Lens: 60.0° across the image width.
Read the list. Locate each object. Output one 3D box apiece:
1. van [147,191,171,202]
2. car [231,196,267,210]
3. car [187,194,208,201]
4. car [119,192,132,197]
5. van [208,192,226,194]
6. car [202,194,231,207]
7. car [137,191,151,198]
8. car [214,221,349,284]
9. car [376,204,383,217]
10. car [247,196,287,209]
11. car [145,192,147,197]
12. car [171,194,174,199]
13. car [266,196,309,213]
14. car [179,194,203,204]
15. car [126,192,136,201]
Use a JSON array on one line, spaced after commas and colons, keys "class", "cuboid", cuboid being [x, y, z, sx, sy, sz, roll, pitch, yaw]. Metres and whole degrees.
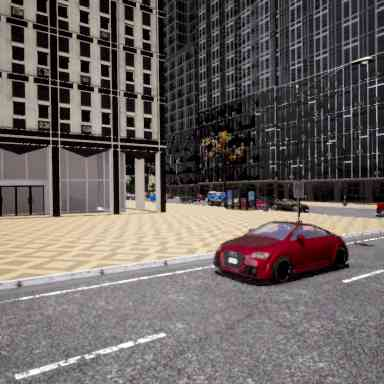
[{"class": "van", "cuboid": [-5.846, 0.937, 58.369, 1.690, 1.788, 3.998, 0, 1, -35]}, {"class": "car", "cuboid": [6.971, 1.388, 39.597, 1.802, 1.307, 4.206, 0, 1, -35]}, {"class": "car", "cuboid": [1.052, 1.043, 63.129, 1.802, 1.307, 4.206, 0, 1, -35]}, {"class": "car", "cuboid": [-18.313, 0.689, 91.198, 2.008, 1.369, 4.403, 0, 1, -35]}, {"class": "van", "cuboid": [4.279, 0.855, 58.448, 1.690, 1.788, 3.998, 0, 1, -35]}, {"class": "car", "cuboid": [3.792, 1.320, 44.308, 1.947, 1.339, 4.313, 0, 1, -35]}, {"class": "car", "cuboid": [-11.859, 0.686, 81.840, 1.967, 1.590, 4.097, 0, 1, -35]}, {"class": "car", "cuboid": [2.657, 1.561, 9.616, 4.181, 1.385, 1.994, 0, 0, -36]}, {"class": "car", "cuboid": [17.850, 1.398, 27.398, 1.882, 1.535, 5.008, -1, 1, -25]}, {"class": "car", "cuboid": [9.162, 1.269, 41.164, 1.837, 1.490, 4.892, -1, 1, -34]}, {"class": "car", "cuboid": [-8.631, 0.615, 77.161, 2.192, 1.841, 5.009, 0, 1, -35]}, {"class": "car", "cuboid": [-5.403, 0.936, 72.486, 1.802, 1.307, 4.206, 0, 1, -35]}, {"class": "car", "cuboid": [10.185, 1.424, 34.907, 1.947, 1.339, 4.313, 0, 1, -35]}, {"class": "car", "cuboid": [-0.350, 1.115, 55.001, 1.837, 1.490, 4.892, -1, 1, -34]}, {"class": "car", "cuboid": [-12.301, 1.040, 67.728, 2.008, 1.369, 4.403, 0, 1, -35]}]
